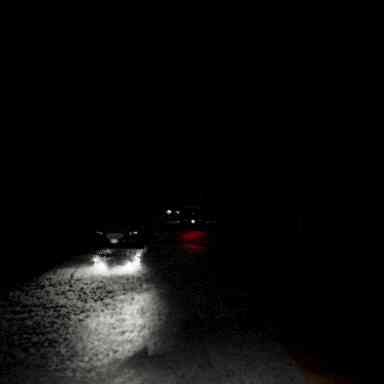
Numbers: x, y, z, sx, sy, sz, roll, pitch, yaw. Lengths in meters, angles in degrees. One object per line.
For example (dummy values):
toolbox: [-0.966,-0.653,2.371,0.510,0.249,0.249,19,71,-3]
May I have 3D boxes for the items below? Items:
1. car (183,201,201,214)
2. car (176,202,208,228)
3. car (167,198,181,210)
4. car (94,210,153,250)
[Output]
car: [-0.023,1.965,42.092,2.128,1.511,4.902,0,-1,0]
car: [0.062,1.660,23.603,1.837,1.490,4.892,0,-1,0]
car: [-3.031,2.052,56.245,2.150,2.045,5.566,0,-2,0]
car: [-2.864,1.556,14.697,2.128,1.511,4.902,0,0,0]
